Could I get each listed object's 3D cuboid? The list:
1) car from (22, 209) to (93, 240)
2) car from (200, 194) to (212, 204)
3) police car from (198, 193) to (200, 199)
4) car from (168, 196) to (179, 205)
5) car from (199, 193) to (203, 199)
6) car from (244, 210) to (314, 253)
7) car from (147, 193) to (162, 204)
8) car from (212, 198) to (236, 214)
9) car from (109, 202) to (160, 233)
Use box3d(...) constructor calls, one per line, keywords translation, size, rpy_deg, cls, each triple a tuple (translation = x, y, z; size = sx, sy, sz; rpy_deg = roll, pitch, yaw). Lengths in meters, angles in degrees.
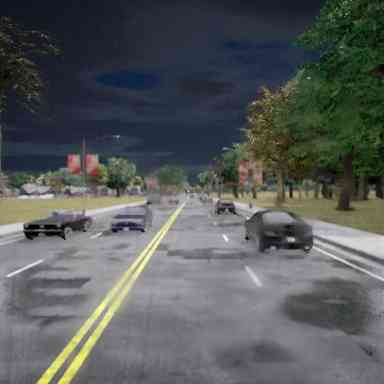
box3d(translation=(-6.602, 1.575, 16.829), size=(1.895, 1.301, 4.718), rpy_deg=(0, 0, 0), cls="car")
box3d(translation=(3.247, 1.565, 66.044), size=(2.033, 1.411, 5.357), rpy_deg=(0, 0, 0), cls="car")
box3d(translation=(3.247, 1.587, 88.048), size=(2.038, 1.542, 4.974), rpy_deg=(0, 0, 0), cls="police car")
box3d(translation=(-3.294, 1.479, 60.247), size=(1.882, 1.535, 5.008), rpy_deg=(0, 0, 1), cls="car")
box3d(translation=(3.247, 1.507, 77.236), size=(1.801, 1.575, 5.366), rpy_deg=(0, 0, 0), cls="car")
box3d(translation=(3.350, 1.454, 13.697), size=(1.882, 1.535, 5.008), rpy_deg=(0, 0, 0), cls="car")
box3d(translation=(-6.545, 1.219, 58.431), size=(2.150, 2.045, 5.566), rpy_deg=(0, 0, 1), cls="car")
box3d(translation=(3.348, 1.470, 34.279), size=(1.837, 1.490, 4.892), rpy_deg=(0, 0, 0), cls="car")
box3d(translation=(-3.353, 1.520, 19.584), size=(2.033, 1.411, 5.357), rpy_deg=(0, 0, 0), cls="car")
